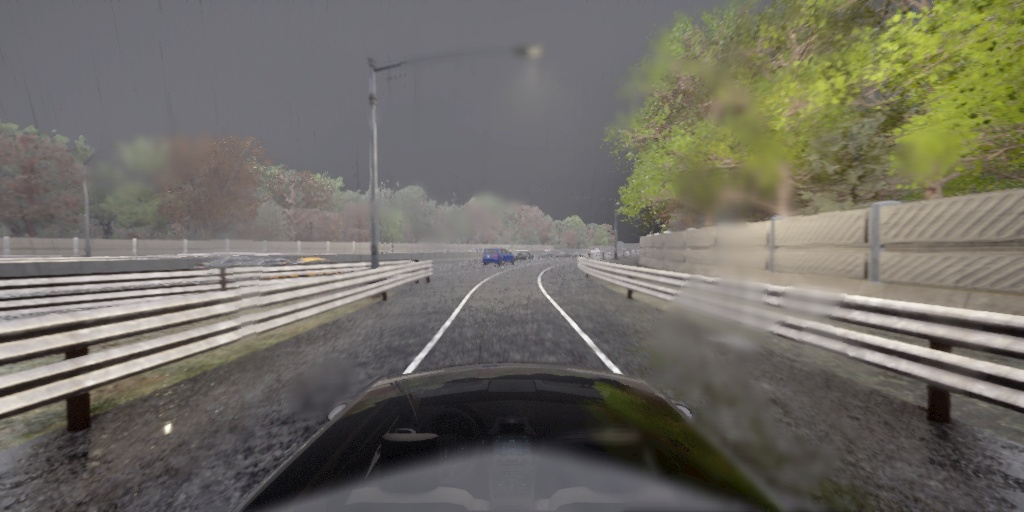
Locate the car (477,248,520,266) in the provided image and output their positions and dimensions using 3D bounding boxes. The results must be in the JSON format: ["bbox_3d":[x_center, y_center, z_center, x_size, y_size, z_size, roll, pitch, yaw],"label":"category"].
[{"bbox_3d":[-1.448,0.106,41.749,2.150,2.045,5.566,0,2,25],"label":"car"}]

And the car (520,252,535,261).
[{"bbox_3d":[2.180,0.029,57.526,1.837,1.490,4.892,0,1,26],"label":"car"}]

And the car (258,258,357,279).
[{"bbox_3d":[-11.360,0.845,20.782,1.882,1.535,5.008,0,1,25],"label":"car"}]

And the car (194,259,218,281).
[{"bbox_3d":[-17.802,0.835,23.531,2.128,1.511,4.902,0,1,25],"label":"car"}]

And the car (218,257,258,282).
[{"bbox_3d":[-14.575,0.847,22.168,2.128,1.511,4.902,0,1,25],"label":"car"}]
